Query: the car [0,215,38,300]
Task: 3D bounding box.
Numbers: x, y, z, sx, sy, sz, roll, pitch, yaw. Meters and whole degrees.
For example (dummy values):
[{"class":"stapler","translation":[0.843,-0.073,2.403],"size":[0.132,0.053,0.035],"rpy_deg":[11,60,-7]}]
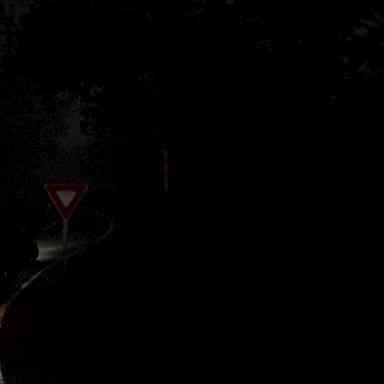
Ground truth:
[{"class":"car","translation":[-5.345,1.312,8.312],"size":[2.097,1.767,4.553],"rpy_deg":[2,-1,-16]}]
